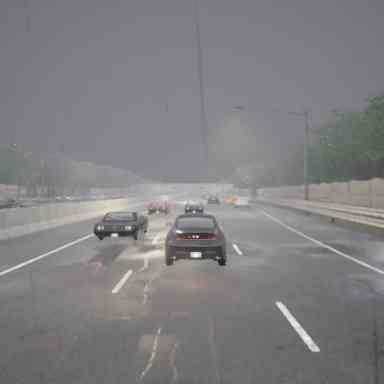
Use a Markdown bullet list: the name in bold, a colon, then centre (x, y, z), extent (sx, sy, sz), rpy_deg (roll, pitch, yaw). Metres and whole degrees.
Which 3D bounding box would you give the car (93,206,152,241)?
- **car**: centre (-3.368, 1.600, 16.734), extent (1.895, 1.301, 4.718), rpy_deg (0, 0, 0)

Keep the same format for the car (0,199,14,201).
- **car**: centre (-20.920, 1.513, 36.884), extent (1.837, 1.490, 4.892), rpy_deg (0, 0, 1)

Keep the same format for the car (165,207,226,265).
- **car**: centre (0.118, 1.505, 11.708), extent (1.837, 1.490, 4.892), rpy_deg (0, 0, 0)

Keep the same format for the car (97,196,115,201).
- **car**: centre (-17.021, 1.616, 67.949), extent (2.033, 1.411, 5.357), rpy_deg (0, 0, 1)

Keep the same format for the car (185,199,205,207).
- **car**: centre (0.225, 1.607, 34.157), extent (1.895, 1.301, 4.718), rpy_deg (0, 0, 0)

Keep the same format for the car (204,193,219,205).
- **car**: centre (3.897, 1.411, 61.653), extent (2.097, 1.767, 4.553), rpy_deg (0, 0, 1)

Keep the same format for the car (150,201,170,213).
- **car**: centre (-3.275, 1.607, 34.109), extent (1.895, 1.301, 4.718), rpy_deg (0, 0, 0)

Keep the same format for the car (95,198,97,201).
- **car**: centre (-20.414, 1.642, 75.328), extent (1.895, 1.301, 4.718), rpy_deg (0, 0, 1)

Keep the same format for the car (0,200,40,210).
- **car**: centre (-14.014, 1.602, 27.677), extent (1.895, 1.301, 4.718), rpy_deg (0, 0, 0)

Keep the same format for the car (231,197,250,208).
- **car**: centre (7.145, 1.554, 48.242), extent (1.812, 1.442, 4.674), rpy_deg (0, 0, 2)

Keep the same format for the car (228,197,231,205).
- **car**: centre (7.358, 1.530, 58.621), extent (1.882, 1.535, 5.008), rpy_deg (0, 0, 1)

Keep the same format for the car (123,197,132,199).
- **car**: centre (-13.497, 1.670, 69.673), extent (1.895, 1.301, 4.718), rpy_deg (0, 0, 1)

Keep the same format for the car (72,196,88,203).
- **car**: centre (-23.975, 1.595, 71.312), extent (2.033, 1.411, 5.357), rpy_deg (0, 0, 1)
